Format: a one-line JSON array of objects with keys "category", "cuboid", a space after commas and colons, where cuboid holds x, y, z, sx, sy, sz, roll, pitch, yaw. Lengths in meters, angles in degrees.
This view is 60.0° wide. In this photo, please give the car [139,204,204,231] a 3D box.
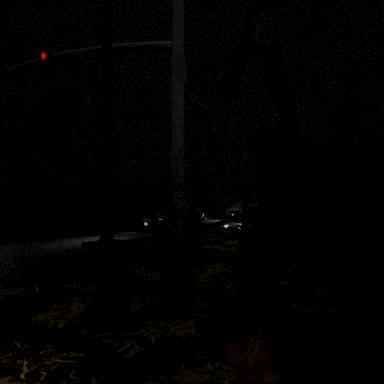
[{"category": "car", "cuboid": [-1.123, 1.492, 20.275, 2.128, 1.511, 4.902, 0, 0, 35]}]

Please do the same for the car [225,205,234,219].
[{"category": "car", "cuboid": [4.570, 1.526, 28.332, 1.812, 1.442, 4.674, 0, 0, 35]}]
